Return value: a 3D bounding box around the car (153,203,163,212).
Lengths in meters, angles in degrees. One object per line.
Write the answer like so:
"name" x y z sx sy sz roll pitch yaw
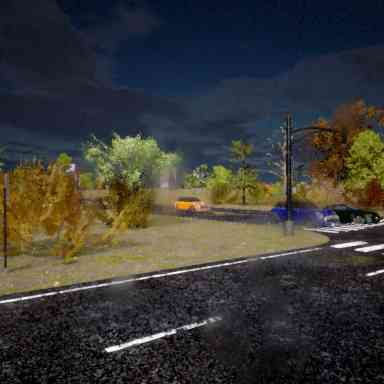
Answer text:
"car" -5.468 1.544 38.475 2.033 1.411 5.357 0 0 -38

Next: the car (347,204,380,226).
"car" 10.848 1.560 23.451 1.994 1.385 4.181 -1 0 -43

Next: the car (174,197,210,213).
"car" -0.031 1.333 36.816 2.097 1.767 4.553 0 0 -38

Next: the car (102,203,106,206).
"car" -14.049 1.464 54.782 1.837 1.490 4.892 0 0 -38

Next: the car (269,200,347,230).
"car" 7.220 1.373 21.693 2.097 1.767 4.553 0 0 -32
